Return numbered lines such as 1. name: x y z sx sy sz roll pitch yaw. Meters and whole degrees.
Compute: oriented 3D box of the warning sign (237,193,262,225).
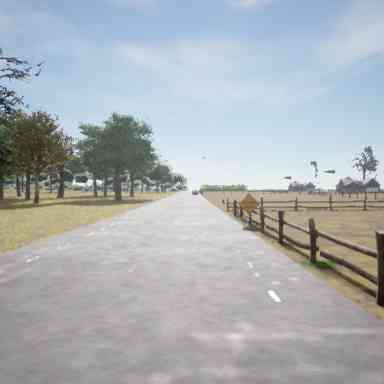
1. warning sign: 3.519 1.046 20.466 1.300 1.860 1.060 -2 -2 0
